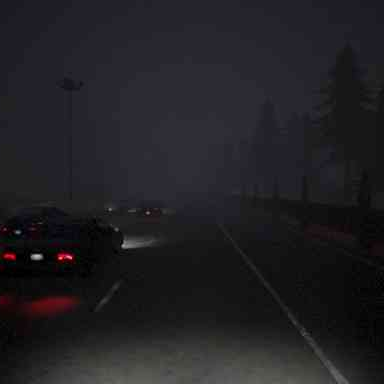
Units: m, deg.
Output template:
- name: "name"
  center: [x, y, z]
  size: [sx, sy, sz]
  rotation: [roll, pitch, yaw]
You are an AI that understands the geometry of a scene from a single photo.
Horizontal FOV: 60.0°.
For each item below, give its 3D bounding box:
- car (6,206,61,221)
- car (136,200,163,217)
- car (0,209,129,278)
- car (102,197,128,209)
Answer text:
- name: "car"
  center: [-6.905, 1.378, 15.515]
  size: [1.812, 1.442, 4.674]
  rotation: [0, 1, 0]
- name: "car"
  center: [-3.514, 1.332, 28.318]
  size: [1.895, 1.301, 4.718]
  rotation: [0, 1, -2]
- name: "car"
  center: [-3.415, 1.454, 9.837]
  size: [2.033, 1.411, 5.357]
  rotation: [0, 1, 0]
- name: "car"
  center: [-7.139, 1.233, 30.946]
  size: [1.812, 1.442, 4.674]
  rotation: [0, 1, -2]
